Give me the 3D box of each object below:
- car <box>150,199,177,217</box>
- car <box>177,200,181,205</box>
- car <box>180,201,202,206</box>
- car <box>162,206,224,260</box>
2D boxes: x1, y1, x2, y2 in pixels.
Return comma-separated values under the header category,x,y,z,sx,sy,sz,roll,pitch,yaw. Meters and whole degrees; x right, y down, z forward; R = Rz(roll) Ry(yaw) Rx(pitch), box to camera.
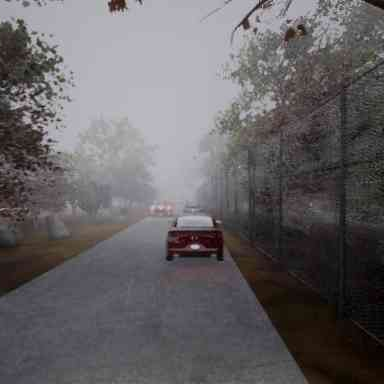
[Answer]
category,x,y,z,sx,sy,sz,roll,pitch,yaw
car,-2.856,1.486,32.397,2.097,1.767,4.553,0,0,0
car,-2.978,2.419,73.118,1.994,1.385,4.181,0,-2,0
car,0.085,1.707,32.920,1.994,1.385,4.181,0,0,0
car,0.102,1.521,12.610,1.882,1.535,5.008,0,0,0
